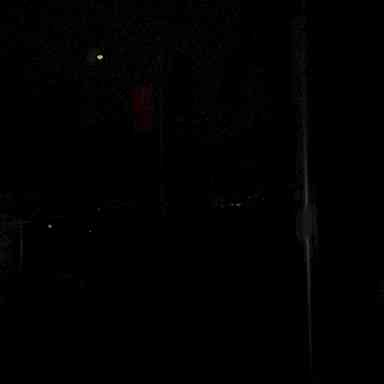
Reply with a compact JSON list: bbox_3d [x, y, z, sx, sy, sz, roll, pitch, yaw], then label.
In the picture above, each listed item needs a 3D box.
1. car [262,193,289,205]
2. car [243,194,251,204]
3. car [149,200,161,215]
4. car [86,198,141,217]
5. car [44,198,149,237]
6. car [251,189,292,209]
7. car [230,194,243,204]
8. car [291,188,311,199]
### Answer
[{"bbox_3d":[11.216,0.879,44.337,1.812,1.442,4.674,-2,0,36],"label":"car"},{"bbox_3d":[9.813,0.741,48.106,2.097,1.767,4.553,-2,0,36],"label":"car"},{"bbox_3d":[-4.684,1.318,27.868,2.033,1.411,5.357,-2,0,35],"label":"car"},{"bbox_3d":[-7.012,1.341,30.198,1.837,1.490,4.892,-2,0,35],"label":"car"},{"bbox_3d":[-4.708,1.230,16.283,2.128,1.511,4.902,-2,0,35],"label":"car"},{"bbox_3d":[8.341,0.788,34.622,2.097,1.767,4.553,-2,0,35],"label":"car"},{"bbox_3d":[7.330,1.022,50.210,1.994,1.385,4.181,-2,0,36],"label":"car"},{"bbox_3d":[16.981,0.395,52.547,2.150,2.045,5.566,-2,0,35],"label":"car"}]
